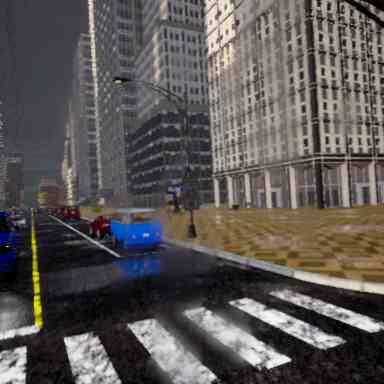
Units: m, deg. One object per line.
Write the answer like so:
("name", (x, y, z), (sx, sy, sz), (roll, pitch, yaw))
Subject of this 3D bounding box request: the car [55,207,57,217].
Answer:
("car", (-17.259, 2.982, 45.748), (1.887, 1.381, 4.507), (-3, -1, -26))

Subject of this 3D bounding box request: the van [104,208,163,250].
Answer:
("van", (-2.767, 1.664, 15.871), (1.690, 1.788, 3.998), (-3, -1, -26))

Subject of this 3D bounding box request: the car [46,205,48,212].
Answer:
("car", (-29.260, 3.910, 70.693), (2.008, 1.369, 4.403), (-3, -1, -26))

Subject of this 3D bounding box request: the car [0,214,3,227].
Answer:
("car", (-22.396, 3.189, 37.118), (1.947, 1.339, 4.313), (-3, -1, -26))

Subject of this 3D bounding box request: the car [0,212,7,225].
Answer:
("car", (-24.797, 3.358, 42.106), (2.008, 1.369, 4.403), (-3, -1, -26))

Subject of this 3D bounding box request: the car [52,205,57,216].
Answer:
("car", (-19.671, 2.937, 50.740), (2.192, 1.841, 5.009), (-3, -1, -26))

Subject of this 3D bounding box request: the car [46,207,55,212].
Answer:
("car", (-36.460, 4.477, 85.659), (1.947, 1.339, 4.313), (-3, -1, -26))

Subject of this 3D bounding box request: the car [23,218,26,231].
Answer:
("car", (-11.503, 2.396, 20.435), (2.033, 1.411, 5.357), (-3, -1, -26))

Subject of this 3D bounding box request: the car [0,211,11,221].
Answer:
("car", (-29.596, 3.758, 52.084), (1.802, 1.307, 4.206), (-3, -1, -26))

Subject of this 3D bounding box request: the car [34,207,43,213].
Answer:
("car", (-39.805, 4.535, 86.392), (1.994, 1.385, 4.181), (-3, -1, -26))

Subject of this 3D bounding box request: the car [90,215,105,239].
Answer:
("car", (-5.238, 2.057, 20.817), (1.887, 1.381, 4.507), (-3, -1, -26))

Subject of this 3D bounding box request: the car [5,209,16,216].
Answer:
("car", (-39.198, 4.495, 72.040), (1.802, 1.307, 4.206), (-3, -1, -26))

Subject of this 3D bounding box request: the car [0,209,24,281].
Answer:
("car", (-7.080, 1.728, 11.205), (2.150, 2.045, 5.566), (-3, -1, -26))

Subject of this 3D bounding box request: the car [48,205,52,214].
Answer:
("car", (-24.471, 3.306, 60.718), (2.192, 1.841, 5.009), (-3, -1, -26))

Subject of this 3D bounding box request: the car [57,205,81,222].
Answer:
("car", (-14.870, 2.568, 40.762), (2.192, 1.841, 5.009), (-3, -1, -26))

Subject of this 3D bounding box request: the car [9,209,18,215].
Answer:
("car", (-43.998, 4.863, 82.017), (1.802, 1.307, 4.206), (-3, -1, -26))

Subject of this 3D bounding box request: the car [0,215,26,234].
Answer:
("car", (-15.879, 2.787, 29.564), (1.895, 1.301, 4.718), (-3, -1, -26))

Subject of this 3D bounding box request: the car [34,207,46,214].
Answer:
("car", (-35.284, 4.272, 77.002), (2.128, 1.511, 4.902), (-3, -1, -26))
